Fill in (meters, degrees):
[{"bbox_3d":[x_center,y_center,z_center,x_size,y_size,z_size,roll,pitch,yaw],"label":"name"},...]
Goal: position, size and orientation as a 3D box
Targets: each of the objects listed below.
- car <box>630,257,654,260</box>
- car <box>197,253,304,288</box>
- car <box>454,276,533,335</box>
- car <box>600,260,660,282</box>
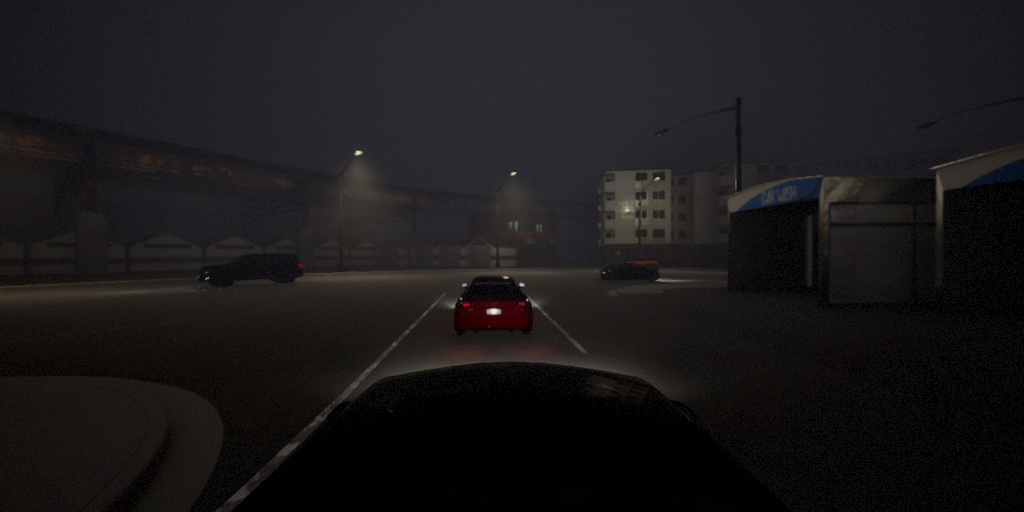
[{"bbox_3d":[14.290,0.867,41.137,4.553,1.767,2.097,0,0,-1],"label":"car"},{"bbox_3d":[-16.583,0.864,23.094,2.150,2.045,5.566,-1,-1,40],"label":"car"},{"bbox_3d":[-0.536,1.265,10.405,1.994,1.385,4.181,0,0,-3],"label":"car"},{"bbox_3d":[8.625,1.168,26.339,4.181,1.385,1.994,0,0,-12],"label":"car"}]
